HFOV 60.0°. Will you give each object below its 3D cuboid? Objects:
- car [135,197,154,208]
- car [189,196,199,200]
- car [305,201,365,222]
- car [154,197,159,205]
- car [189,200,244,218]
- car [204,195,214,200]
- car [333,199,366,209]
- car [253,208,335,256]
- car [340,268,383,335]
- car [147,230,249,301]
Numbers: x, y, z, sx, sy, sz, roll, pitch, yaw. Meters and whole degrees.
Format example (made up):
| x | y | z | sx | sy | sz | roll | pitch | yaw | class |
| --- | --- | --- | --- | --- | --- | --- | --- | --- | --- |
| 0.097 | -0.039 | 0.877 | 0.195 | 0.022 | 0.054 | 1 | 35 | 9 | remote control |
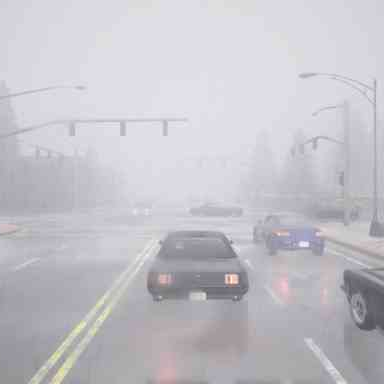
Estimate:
| x | y | z | sx | sy | sz | roll | pitch | yaw | class |
| --- | --- | --- | --- | --- | --- | --- | --- | --- | --- |
| -6.901 | 1.526 | 47.328 | 1.812 | 1.442 | 4.674 | 0 | 0 | 0 | car |
| 0.368 | 1.477 | 63.909 | 1.882 | 1.535 | 5.008 | 0 | 0 | 0 | car |
| 10.133 | 1.601 | 25.368 | 4.718 | 1.301 | 1.895 | 0 | 0 | 1 | car |
| -6.850 | 1.564 | 57.352 | 1.994 | 1.385 | 4.181 | 0 | 0 | 0 | car |
| 2.154 | 1.601 | 29.005 | 4.718 | 1.301 | 1.895 | 0 | 0 | 2 | car |
| 3.819 | 1.355 | 74.920 | 2.097 | 1.767 | 4.553 | 0 | 0 | 0 | car |
| 16.073 | 1.478 | 36.017 | 5.008 | 1.535 | 1.882 | 0 | 0 | 0 | car |
| 3.634 | 1.526 | 13.035 | 1.812 | 1.442 | 4.674 | 0 | 0 | 0 | car |
| 3.612 | 1.601 | 3.932 | 1.895 | 1.301 | 4.718 | 0 | 0 | 0 | car |
| 0.097 | 1.601 | 8.243 | 1.895 | 1.301 | 4.718 | 0 | 0 | 0 | car |
